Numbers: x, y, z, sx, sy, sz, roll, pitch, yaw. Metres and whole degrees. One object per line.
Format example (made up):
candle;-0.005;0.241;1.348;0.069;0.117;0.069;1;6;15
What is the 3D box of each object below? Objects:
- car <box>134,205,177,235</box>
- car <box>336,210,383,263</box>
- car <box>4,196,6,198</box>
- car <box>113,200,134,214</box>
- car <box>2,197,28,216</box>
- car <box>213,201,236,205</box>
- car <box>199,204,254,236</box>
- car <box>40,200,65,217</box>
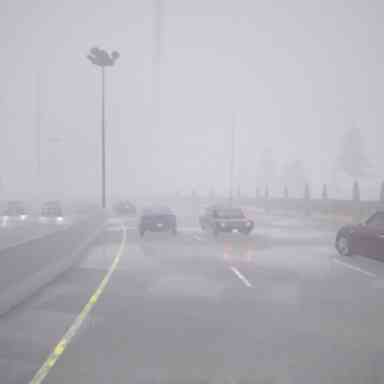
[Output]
car;-2.074;1.463;18.791;1.882;1.535;5.008;0;0;-11
car;6.319;1.307;10.044;2.097;1.767;4.553;0;0;-6
car;-36.545;1.572;66.400;4.674;1.442;1.812;-1;0;44
car;-7.488;1.578;36.492;1.994;1.385;4.181;0;0;-21
car;-18.216;1.599;34.461;1.837;1.490;4.892;0;0;-24
car;2.690;1.498;28.776;2.033;1.411;5.357;0;0;-16
car;1.675;1.567;18.091;1.895;1.301;4.718;0;0;-10
car;-13.503;1.561;32.221;1.837;1.490;4.892;0;0;-22
